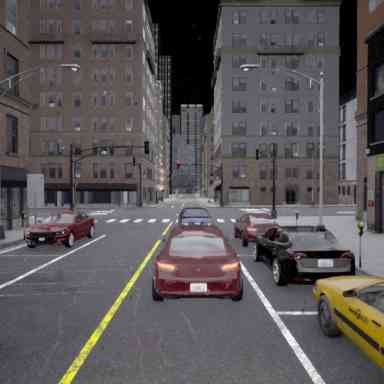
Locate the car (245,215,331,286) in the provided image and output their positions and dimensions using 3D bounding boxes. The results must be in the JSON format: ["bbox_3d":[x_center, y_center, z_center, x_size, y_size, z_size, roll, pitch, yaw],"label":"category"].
[{"bbox_3d":[2.870,1.562,9.217,1.947,1.339,4.313,-1,0,0],"label":"car"}]

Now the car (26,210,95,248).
[{"bbox_3d":[-5.672,1.539,14.804,1.887,1.381,4.507,-1,0,0],"label":"car"}]

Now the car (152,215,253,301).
[{"bbox_3d":[0.102,1.523,8.186,1.812,1.442,4.674,0,0,0],"label":"car"}]

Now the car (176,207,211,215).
[{"bbox_3d":[0.140,1.541,18.207,2.033,1.411,5.357,0,0,-3],"label":"car"}]

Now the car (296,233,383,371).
[{"bbox_3d":[2.867,1.524,3.801,1.752,1.417,4.829,-1,0,0],"label":"car"}]

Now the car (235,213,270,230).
[{"bbox_3d":[2.873,1.576,14.803,1.802,1.307,4.206,-1,0,0],"label":"car"}]
